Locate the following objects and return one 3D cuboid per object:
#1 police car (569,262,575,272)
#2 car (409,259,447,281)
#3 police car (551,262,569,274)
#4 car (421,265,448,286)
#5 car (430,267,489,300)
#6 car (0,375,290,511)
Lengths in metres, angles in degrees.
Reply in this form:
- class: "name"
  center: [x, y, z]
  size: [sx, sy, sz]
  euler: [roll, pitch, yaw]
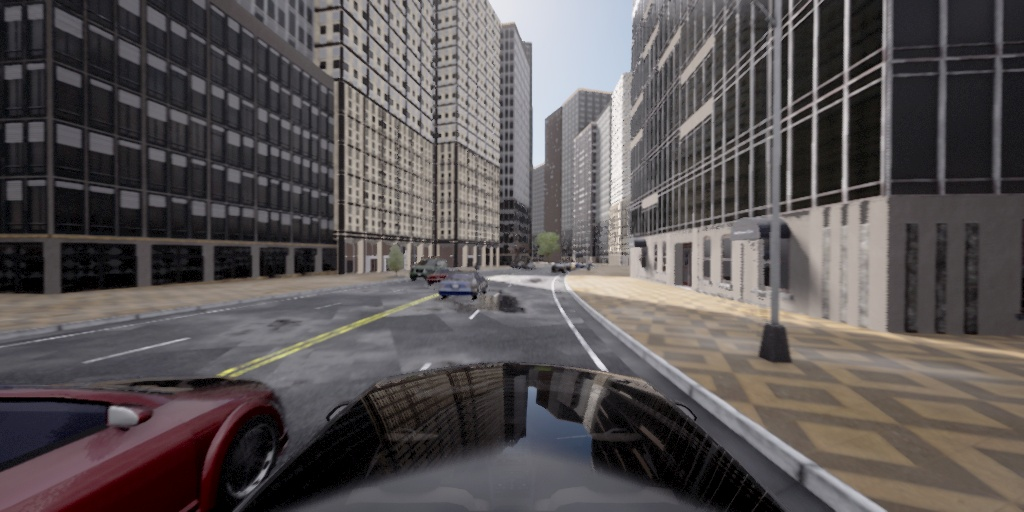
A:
- class: "police car"
  center: [9.473, 1.921, 63.516]
  size: [1.930, 1.638, 5.238]
  euler: [0, -1, 16]
- class: "car"
  center: [-7.638, 1.268, 33.674]
  size: [2.150, 2.045, 5.566]
  euler: [0, -1, 8]
- class: "police car"
  center: [7.044, 1.798, 54.071]
  size: [1.930, 1.638, 5.238]
  euler: [0, -1, 13]
- class: "car"
  center: [-5.094, 1.604, 27.860]
  size: [1.895, 1.301, 4.718]
  euler: [0, -1, 6]
- class: "car"
  center: [-2.457, 1.474, 19.214]
  size: [2.033, 1.411, 5.357]
  euler: [0, -1, 4]
- class: "car"
  center: [-3.097, 1.301, 1.693]
  size: [1.994, 1.385, 4.181]
  euler: [0, -1, 0]
